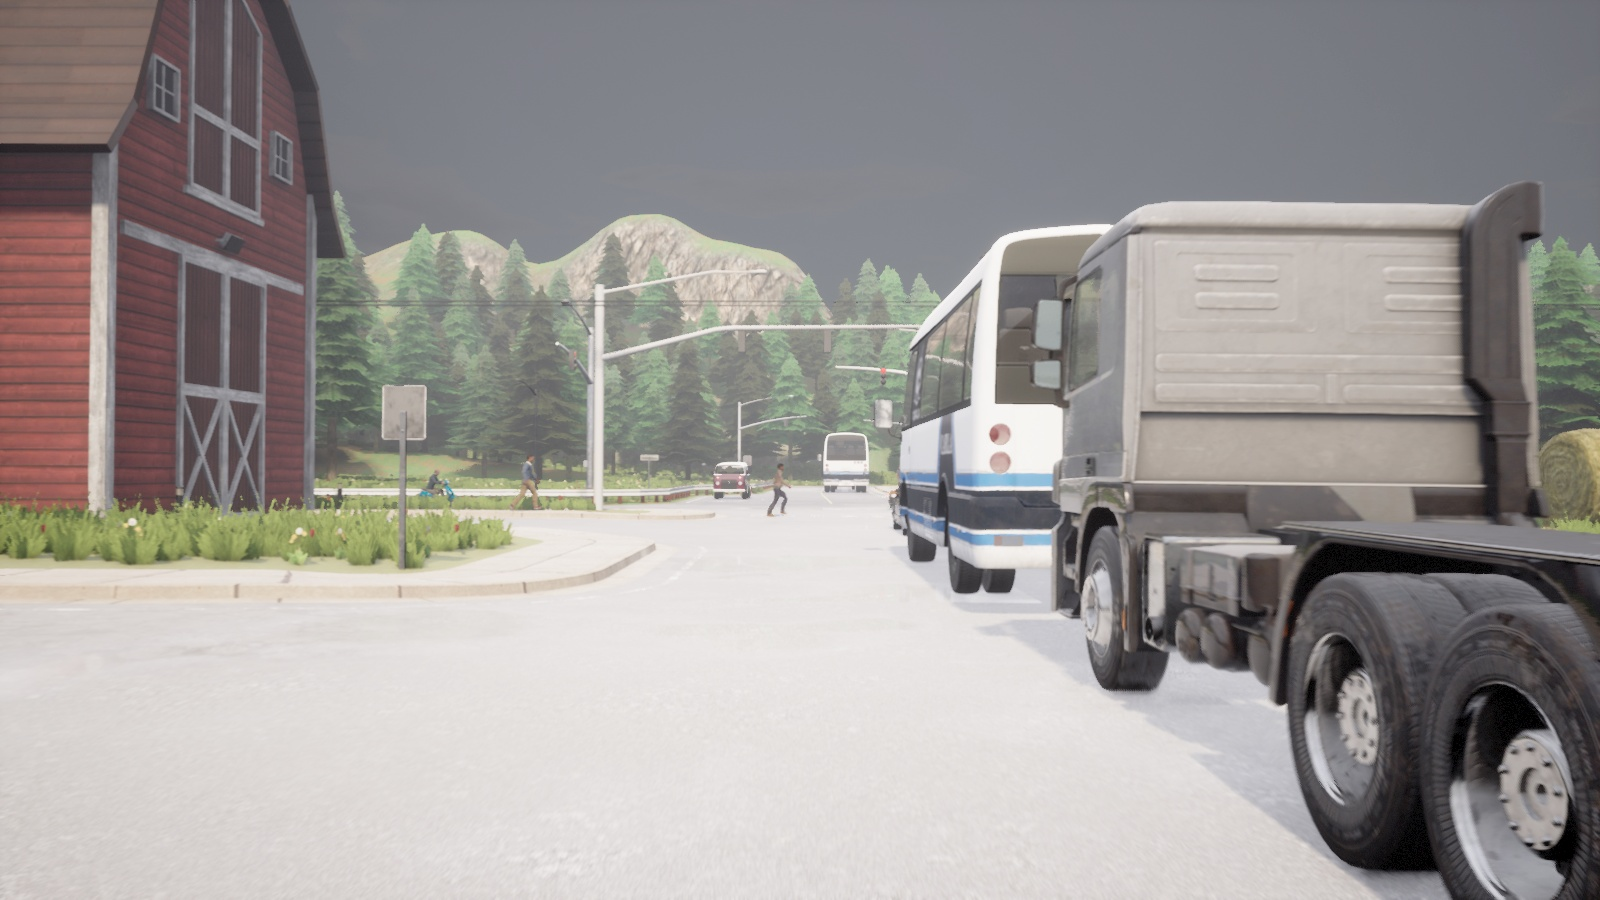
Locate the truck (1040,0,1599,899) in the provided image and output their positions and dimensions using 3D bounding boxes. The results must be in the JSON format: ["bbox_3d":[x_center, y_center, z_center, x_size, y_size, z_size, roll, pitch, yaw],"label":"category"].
[{"bbox_3d":[3.475,-0.091,6.589,2.891,3.462,7.936,0,-1,0],"label":"truck"}]

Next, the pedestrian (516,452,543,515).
[{"bbox_3d":[-8.408,1.033,39.096,0.788,1.949,0.423,0,-1,-17],"label":"pedestrian"}]

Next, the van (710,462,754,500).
[{"bbox_3d":[-3.709,1.692,68.981,2.069,2.038,4.480,0,-1,1],"label":"van"}]

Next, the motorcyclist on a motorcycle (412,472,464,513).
[{"bbox_3d":[-14.330,1.673,49.763,1.817,1.590,0.866,0,-1,1],"label":"motorcyclist on a motorcycle"}]

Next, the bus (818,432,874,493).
[{"bbox_3d":[3.374,0.974,93.771,3.944,4.253,10.273,0,-1,1],"label":"bus"}]

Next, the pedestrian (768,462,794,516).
[{"bbox_3d":[-0.634,1.317,42.262,0.869,1.805,0.328,0,-1,-3],"label":"pedestrian"}]

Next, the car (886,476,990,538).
[{"bbox_3d":[3.392,1.371,31.849,2.033,1.411,5.357,0,-1,0],"label":"car"}]

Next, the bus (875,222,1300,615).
[{"bbox_3d":[3.428,-0.266,18.783,3.944,4.253,10.273,0,-1,0],"label":"bus"}]
